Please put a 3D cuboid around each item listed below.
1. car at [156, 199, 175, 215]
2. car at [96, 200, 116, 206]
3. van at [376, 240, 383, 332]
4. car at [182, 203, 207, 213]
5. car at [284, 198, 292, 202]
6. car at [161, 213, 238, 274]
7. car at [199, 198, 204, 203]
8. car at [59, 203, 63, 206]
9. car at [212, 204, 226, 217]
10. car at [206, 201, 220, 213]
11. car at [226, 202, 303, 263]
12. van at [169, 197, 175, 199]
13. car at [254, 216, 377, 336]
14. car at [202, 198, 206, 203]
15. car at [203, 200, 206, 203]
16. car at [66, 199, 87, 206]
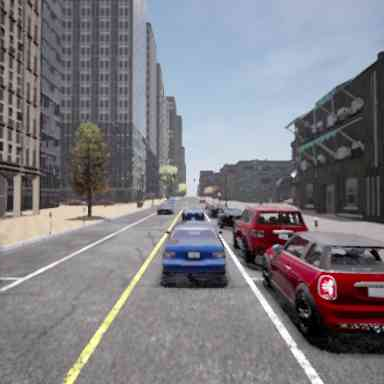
[{"bbox_3d":[-3.075,1.903,39.384,2.033,1.411,5.357,0,0,0],"label":"car"},{"bbox_3d":[-17.385,2.255,66.750,4.206,1.307,1.802,-1,-1,1],"label":"car"},{"bbox_3d":[2.707,1.355,1.318,1.690,1.788,3.998,1,-1,0],"label":"van"},{"bbox_3d":[0.098,1.866,29.065,1.895,1.301,4.718,0,0,0],"label":"car"},{"bbox_3d":[20.723,1.830,66.365,4.829,1.417,1.752,-1,-1,1],"label":"car"},{"bbox_3d":[0.069,1.649,10.848,2.033,1.411,5.357,0,0,0],"label":"car"},{"bbox_3d":[2.758,2.220,88.572,1.967,1.590,4.097,1,0,0],"label":"car"},{"bbox_3d":[-28.582,2.307,66.864,4.829,1.417,1.752,-1,-1,1],"label":"car"},{"bbox_3d":[2.716,1.779,23.226,1.947,1.339,4.313,1,-1,0],"label":"car"},{"bbox_3d":[2.723,1.876,34.180,1.947,1.339,4.313,1,-1,0],"label":"car"},{"bbox_3d":[2.714,1.429,12.274,2.192,1.841,5.009,1,-1,0],"label":"car"},{"bbox_3d":[-5.617,2.169,94.213,1.690,1.788,3.998,1,0,0],"label":"van"},{"bbox_3d":[2.708,1.504,6.795,1.967,1.590,4.097,1,-1,0],"label":"car"},{"bbox_3d":[2.856,2.037,50.610,1.802,1.307,4.206,1,0,0],"label":"car"},{"bbox_3d":[2.726,1.909,39.658,2.008,1.369,4.403,1,-1,0],"label":"car"},{"bbox_3d":[-23.070,2.169,66.810,4.097,1.590,1.967,-1,-1,1],"label":"car"}]
